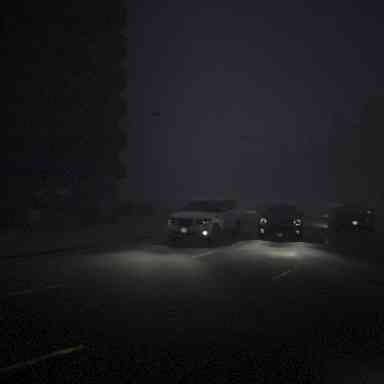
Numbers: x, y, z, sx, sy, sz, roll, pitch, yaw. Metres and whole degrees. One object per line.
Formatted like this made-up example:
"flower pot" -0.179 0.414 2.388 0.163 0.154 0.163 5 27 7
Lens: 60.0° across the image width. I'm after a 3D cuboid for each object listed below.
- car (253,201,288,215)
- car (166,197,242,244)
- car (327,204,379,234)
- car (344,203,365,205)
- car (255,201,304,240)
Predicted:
"car" 8.721 1.708 37.233 1.994 1.385 4.181 0 0 -17
"car" 0.836 1.290 16.684 2.150 2.045 5.566 0 0 26
"car" 9.296 1.636 19.775 1.994 1.385 4.181 0 0 16
"car" 13.905 1.652 28.905 2.033 1.411 5.357 0 0 -3
"car" 4.801 1.420 17.584 2.097 1.767 4.553 0 0 19
